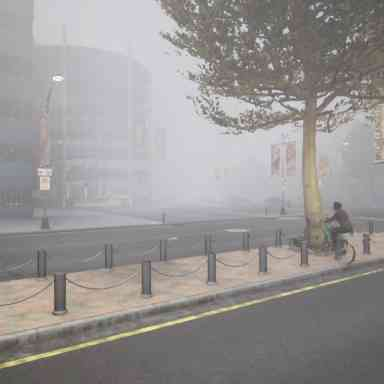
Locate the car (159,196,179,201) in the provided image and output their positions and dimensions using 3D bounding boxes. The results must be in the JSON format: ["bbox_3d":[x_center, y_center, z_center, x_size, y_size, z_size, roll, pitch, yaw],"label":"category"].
[{"bbox_3d":[-5.802,1.595,82.833,4.718,1.301,1.895,0,0,24],"label":"car"}]

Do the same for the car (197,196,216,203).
[{"bbox_3d":[3.122,1.525,72.185,2.128,1.511,4.902,0,0,-44],"label":"car"}]

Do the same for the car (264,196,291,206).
[{"bbox_3d":[14.448,1.478,56.264,1.882,1.535,5.008,0,0,-34],"label":"car"}]

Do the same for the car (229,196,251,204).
[{"bbox_3d":[9.237,1.478,64.071,1.882,1.535,5.008,0,0,-33],"label":"car"}]

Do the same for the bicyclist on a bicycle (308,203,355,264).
[{"bbox_3d":[4.224,1.143,9.842,0.582,1.620,1.656,0,19,-32],"label":"bicyclist on a bicycle"}]

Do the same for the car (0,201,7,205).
[{"bbox_3d":[-20.489,1.320,32.171,4.674,1.452,2.002,0,0,-34],"label":"car"}]
